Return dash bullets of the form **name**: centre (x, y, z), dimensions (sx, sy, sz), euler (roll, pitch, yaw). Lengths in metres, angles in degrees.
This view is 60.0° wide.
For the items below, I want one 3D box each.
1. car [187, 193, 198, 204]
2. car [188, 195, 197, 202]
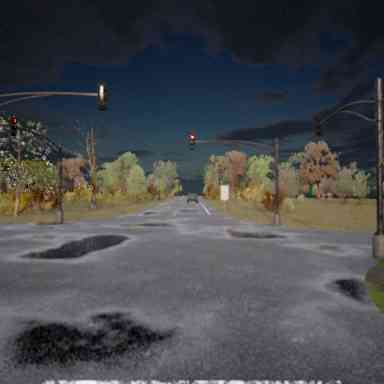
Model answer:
- **car**: centre (0.091, 1.291, 67.896), dimensions (2.150, 2.045, 5.566), euler (0, 0, 0)
- **car**: centre (0.104, 1.463, 78.287), dimensions (2.033, 1.411, 5.357), euler (0, 0, 0)
